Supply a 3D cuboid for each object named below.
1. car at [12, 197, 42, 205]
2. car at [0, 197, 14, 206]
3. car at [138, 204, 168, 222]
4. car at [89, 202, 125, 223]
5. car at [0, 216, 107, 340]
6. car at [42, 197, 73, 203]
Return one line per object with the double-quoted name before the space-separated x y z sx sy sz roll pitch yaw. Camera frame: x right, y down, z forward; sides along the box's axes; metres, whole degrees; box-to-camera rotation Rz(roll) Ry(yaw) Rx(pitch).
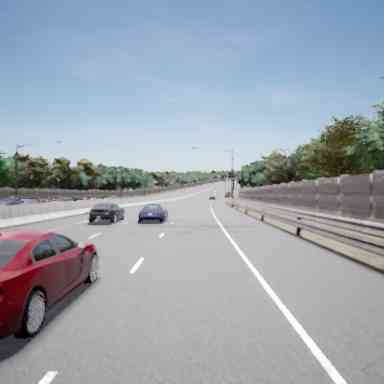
"car" -20.273 1.689 42.675 2.033 1.411 5.357 0 0 2
"car" -23.756 1.488 42.939 2.097 1.767 4.553 0 0 2
"car" -3.060 1.640 26.795 1.994 1.385 4.181 0 0 1
"car" -6.580 1.574 26.063 1.837 1.490 4.892 0 0 1
"car" -3.365 1.489 6.650 1.882 1.535 5.008 0 0 0
"car" -16.764 1.499 42.737 2.097 1.767 4.553 0 0 2
